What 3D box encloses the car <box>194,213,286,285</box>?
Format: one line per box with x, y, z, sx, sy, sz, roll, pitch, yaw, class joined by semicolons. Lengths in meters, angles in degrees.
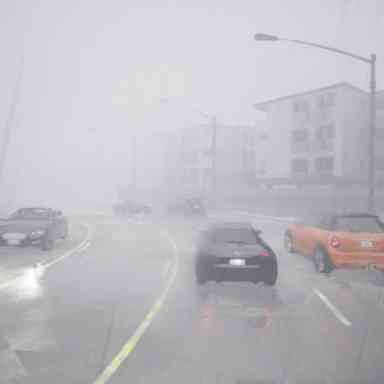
1.087;1.539;9.494;1.994;1.385;4.181;1;0;2;car

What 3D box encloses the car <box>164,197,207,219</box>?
-0.671;1.232;28.421;2.097;1.767;4.553;0;0;-30;car

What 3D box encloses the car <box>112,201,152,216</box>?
-5.410;1.420;29.479;1.895;1.301;4.718;1;0;-35;car

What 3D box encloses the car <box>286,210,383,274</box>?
4.527;1.363;10.711;2.097;1.767;4.553;1;0;0;car

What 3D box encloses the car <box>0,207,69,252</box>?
-6.252;1.364;13.331;2.128;1.511;4.902;1;0;-10;car
